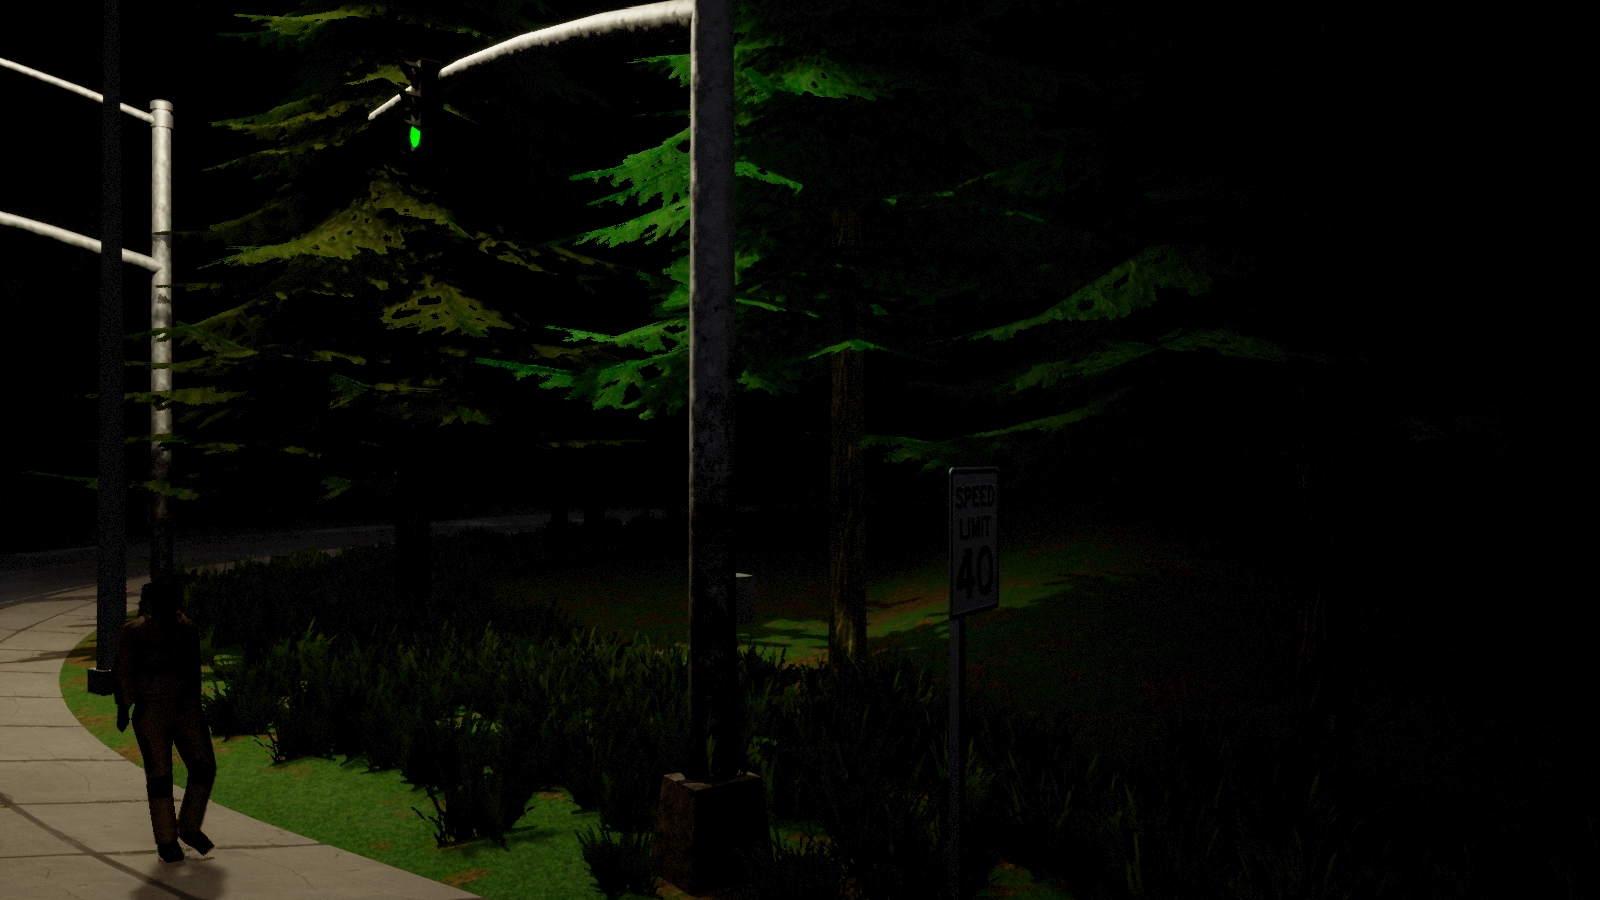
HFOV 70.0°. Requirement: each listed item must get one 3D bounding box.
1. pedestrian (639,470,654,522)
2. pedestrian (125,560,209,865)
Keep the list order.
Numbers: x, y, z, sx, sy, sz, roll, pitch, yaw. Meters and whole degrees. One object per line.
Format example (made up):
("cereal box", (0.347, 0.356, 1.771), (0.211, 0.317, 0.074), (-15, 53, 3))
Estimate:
("pedestrian", (-5.602, 1.670, 41.708), (0.375, 1.860, 0.375), (0, 0, 33))
("pedestrian", (-4.109, 1.671, 7.419), (0.375, 1.860, 0.375), (0, 0, 41))
